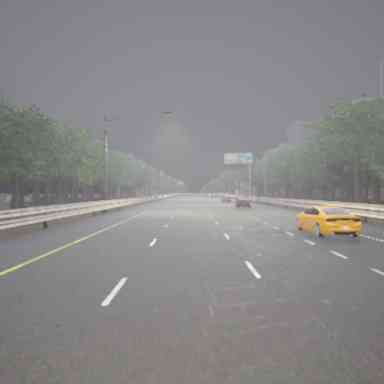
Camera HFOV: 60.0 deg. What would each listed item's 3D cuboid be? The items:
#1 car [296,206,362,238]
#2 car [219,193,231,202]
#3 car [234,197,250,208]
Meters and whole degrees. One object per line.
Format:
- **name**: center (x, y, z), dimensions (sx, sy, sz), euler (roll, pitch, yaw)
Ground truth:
- **car**: center (7.027, 1.481, 17.651), dimensions (1.882, 1.535, 5.008), euler (0, 0, 0)
- **car**: center (7.315, 1.526, 72.382), dimensions (2.033, 1.411, 5.357), euler (0, 0, 0)
- **car**: center (7.145, 1.483, 47.841), dimensions (1.882, 1.535, 5.008), euler (0, 0, 0)
